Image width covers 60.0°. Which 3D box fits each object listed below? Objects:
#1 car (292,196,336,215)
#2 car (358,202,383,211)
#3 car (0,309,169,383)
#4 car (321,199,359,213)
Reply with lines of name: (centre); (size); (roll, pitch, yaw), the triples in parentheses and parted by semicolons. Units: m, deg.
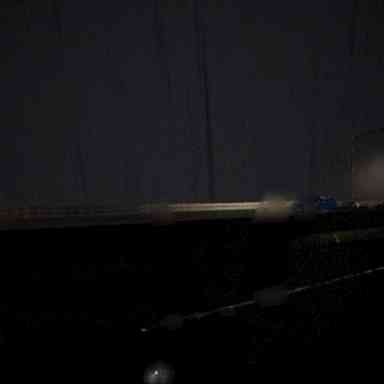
car: (12.775, 1.403, 34.254); (5.566, 2.045, 2.150); (0, 0, -34)
car: (16.539, 1.708, 28.355); (4.674, 1.442, 1.812); (0, 0, -34)
car: (-2.408, 1.486, 2.022); (4.902, 1.511, 2.128); (0, 0, -36)
car: (14.898, 1.676, 31.461); (4.902, 1.511, 2.128); (0, 0, -34)
